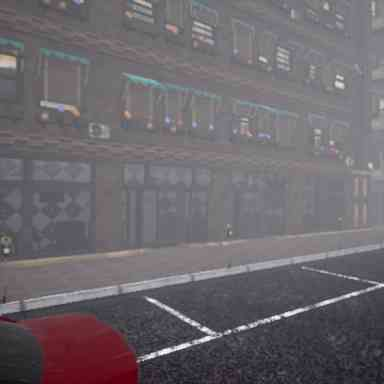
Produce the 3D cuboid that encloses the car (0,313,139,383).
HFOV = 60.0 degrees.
[{"bbox_3d":[-2.619,1.470,1.384,5.008,1.535,1.882,1,-1,-35],"label":"car"}]
